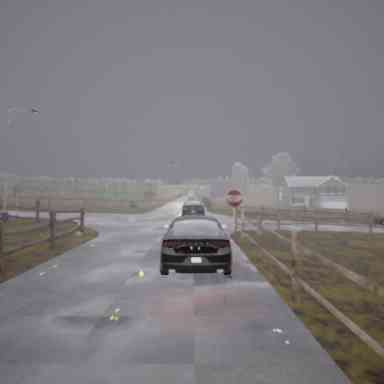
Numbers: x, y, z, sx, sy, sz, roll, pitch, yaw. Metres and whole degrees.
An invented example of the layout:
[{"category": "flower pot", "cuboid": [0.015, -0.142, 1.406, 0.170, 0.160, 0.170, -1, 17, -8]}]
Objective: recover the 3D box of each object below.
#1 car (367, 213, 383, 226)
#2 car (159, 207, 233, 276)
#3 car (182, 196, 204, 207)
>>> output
[{"category": "car", "cuboid": [17.275, 2.183, 27.758, 5.008, 1.535, 1.882, 2, 1, -1]}, {"category": "car", "cuboid": [0.101, 1.452, 10.334, 1.882, 1.535, 5.008, 0, 0, 0]}, {"category": "car", "cuboid": [0.098, 1.428, 29.862, 1.882, 1.535, 5.008, 0, 0, 0]}]
